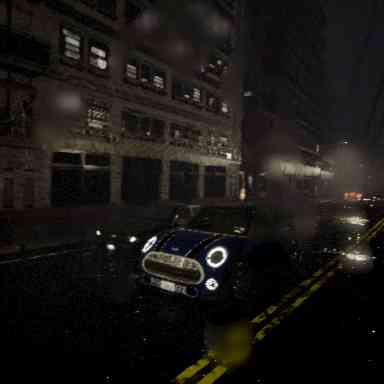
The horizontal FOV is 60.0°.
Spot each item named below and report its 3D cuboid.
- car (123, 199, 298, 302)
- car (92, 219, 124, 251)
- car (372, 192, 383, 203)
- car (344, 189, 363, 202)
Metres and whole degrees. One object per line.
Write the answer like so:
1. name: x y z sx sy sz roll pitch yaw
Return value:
1. car: 0.878 1.077 7.814 2.097 1.767 4.553 4 3 35
2. car: -0.666 1.092 11.255 2.033 1.411 5.357 4 3 35
3. car: 25.311 0.715 44.627 1.882 1.535 5.008 3 3 32
4. car: 22.594 0.430 46.397 2.097 1.767 4.553 3 2 32
